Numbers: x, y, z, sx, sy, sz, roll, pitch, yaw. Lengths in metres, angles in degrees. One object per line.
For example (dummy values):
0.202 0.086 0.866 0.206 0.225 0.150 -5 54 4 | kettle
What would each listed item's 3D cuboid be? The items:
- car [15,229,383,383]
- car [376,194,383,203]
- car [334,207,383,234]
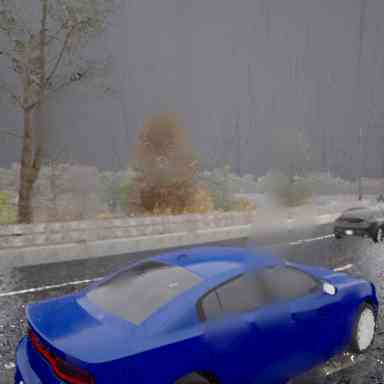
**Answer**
0.549 1.478 4.314 5.008 1.535 1.882 0 0 -38 | car
35.799 1.218 61.829 1.837 1.490 4.892 0 0 14 | car
8.522 1.483 16.054 4.892 1.490 1.837 0 0 -44 | car
